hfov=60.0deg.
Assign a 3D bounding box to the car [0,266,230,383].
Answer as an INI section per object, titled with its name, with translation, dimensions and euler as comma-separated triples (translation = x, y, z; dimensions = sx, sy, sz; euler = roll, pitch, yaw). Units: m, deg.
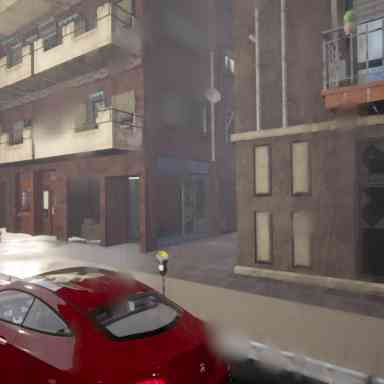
[car]
translation = -1.566, 1.583, 3.970
dimensions = 4.206, 1.307, 1.802
euler = 0, -1, 36
